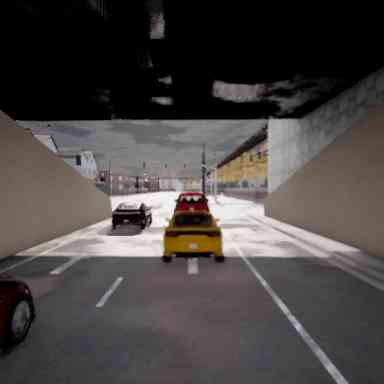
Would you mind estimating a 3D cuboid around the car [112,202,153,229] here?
[{"bbox_3d":[-3.506,1.315,20.053,2.128,1.511,4.902,0,0,0],"label":"car"}]

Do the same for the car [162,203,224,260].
[{"bbox_3d":[0.028,1.370,11.948,1.882,1.535,5.008,0,0,0],"label":"car"}]

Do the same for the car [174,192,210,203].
[{"bbox_3d":[-0.013,1.027,21.929,2.150,2.045,5.566,0,1,0],"label":"car"}]

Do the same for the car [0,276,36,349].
[{"bbox_3d":[-3.477,1.532,3.570,1.994,1.385,4.181,0,0,0],"label":"car"}]
